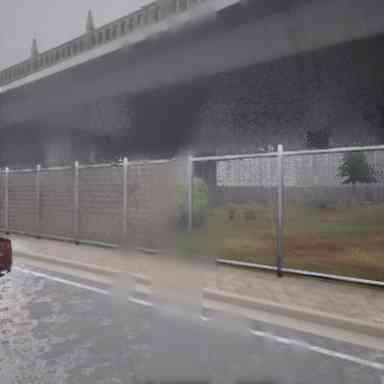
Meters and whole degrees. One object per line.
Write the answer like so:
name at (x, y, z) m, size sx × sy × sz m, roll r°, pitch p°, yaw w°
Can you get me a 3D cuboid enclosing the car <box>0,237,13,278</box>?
car at (-6.678, 1.444, 8.753) m, size 5.008 × 1.535 × 1.882 m, roll 0°, pitch 0°, yaw 35°
